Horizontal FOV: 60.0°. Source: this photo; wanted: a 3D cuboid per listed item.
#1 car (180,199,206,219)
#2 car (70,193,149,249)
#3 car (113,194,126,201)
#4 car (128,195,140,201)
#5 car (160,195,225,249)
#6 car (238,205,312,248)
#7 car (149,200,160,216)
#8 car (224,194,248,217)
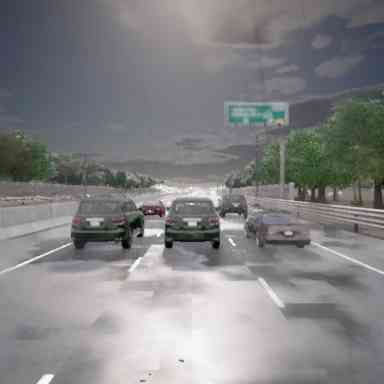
[{"bbox_3d":[0.091,1.428,29.579,2.128,1.511,4.902,0,0,0],"label":"car"},{"bbox_3d":[-3.476,1.235,14.647,2.150,2.045,5.566,0,0,0],"label":"car"},{"bbox_3d":[-16.888,1.233,77.387,1.837,1.490,4.892,0,0,1],"label":"car"},{"bbox_3d":[-13.389,1.329,77.299,1.895,1.301,4.718,0,0,1],"label":"car"},{"bbox_3d":[0.024,1.235,14.636,2.150,2.045,5.566,0,0,0],"label":"car"},{"bbox_3d":[3.524,1.541,14.597,2.033,1.411,5.357,0,0,0],"label":"car"},{"bbox_3d":[-3.408,1.417,29.601,1.882,1.535,5.008,0,0,0],"label":"car"},{"bbox_3d":[3.592,1.191,29.587,2.150,2.045,5.566,0,0,0],"label":"car"}]
